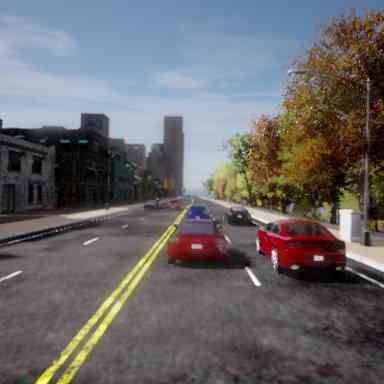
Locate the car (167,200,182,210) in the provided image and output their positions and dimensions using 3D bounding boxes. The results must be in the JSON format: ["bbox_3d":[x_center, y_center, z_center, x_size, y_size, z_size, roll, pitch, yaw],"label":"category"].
[{"bbox_3d":[-2.584,1.892,48.943,1.812,1.442,4.674,1,0,1],"label":"car"}]

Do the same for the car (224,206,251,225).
[{"bbox_3d":[3.706,1.873,27.435,1.994,1.385,4.181,1,0,1],"label":"car"}]

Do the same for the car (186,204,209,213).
[{"bbox_3d":[0.468,1.774,27.952,1.812,1.442,4.674,1,0,1],"label":"car"}]

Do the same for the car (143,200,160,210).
[{"bbox_3d":[-5.840,1.846,48.743,2.033,1.411,5.357,1,0,1],"label":"car"}]

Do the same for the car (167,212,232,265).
[{"bbox_3d":[0.204,1.674,12.301,1.994,1.385,4.181,1,0,1],"label":"car"}]

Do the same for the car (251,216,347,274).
[{"bbox_3d":[3.432,1.644,11.328,1.882,1.535,5.008,1,-1,1],"label":"car"}]
